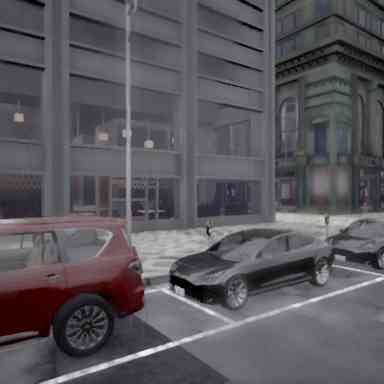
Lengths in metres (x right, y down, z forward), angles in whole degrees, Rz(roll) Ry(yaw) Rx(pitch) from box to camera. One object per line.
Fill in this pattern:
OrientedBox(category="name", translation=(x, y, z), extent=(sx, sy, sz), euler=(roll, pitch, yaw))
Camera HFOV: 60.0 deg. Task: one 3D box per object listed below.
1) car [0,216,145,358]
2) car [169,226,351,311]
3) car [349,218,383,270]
OrientedBox(category="car", translation=(-3.057, 1.312, 4.472), extent=(5.009, 1.841, 2.192), euler=(0, 0, -35))
OrientedBox(category="car", translation=(1.533, 1.562, 7.745), extent=(4.313, 1.339, 1.947), euler=(0, 0, -35))
OrientedBox(category="car", translation=(6.121, 1.563, 11.018), extent=(4.313, 1.339, 1.947), euler=(0, 0, -35))
